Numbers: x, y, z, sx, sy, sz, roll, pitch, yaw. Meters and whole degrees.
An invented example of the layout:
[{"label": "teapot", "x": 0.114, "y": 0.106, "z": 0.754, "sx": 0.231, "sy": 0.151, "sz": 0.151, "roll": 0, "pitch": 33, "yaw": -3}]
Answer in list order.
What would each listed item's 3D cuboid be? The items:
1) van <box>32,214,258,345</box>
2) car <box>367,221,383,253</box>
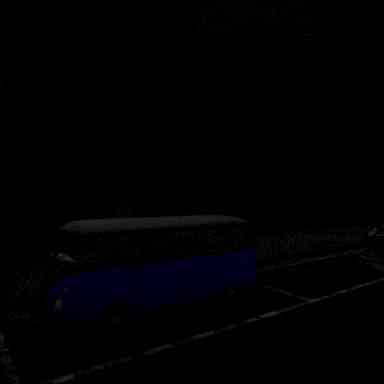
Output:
[{"label": "van", "x": -0.600, "y": 1.346, "z": 6.107, "sx": 3.998, "sy": 1.788, "sz": 1.690, "roll": 0, "pitch": 0, "yaw": -36}, {"label": "car", "x": 8.357, "y": 1.460, "z": 12.497, "sx": 4.097, "sy": 1.590, "sz": 1.967, "roll": 0, "pitch": 0, "yaw": -36}]
